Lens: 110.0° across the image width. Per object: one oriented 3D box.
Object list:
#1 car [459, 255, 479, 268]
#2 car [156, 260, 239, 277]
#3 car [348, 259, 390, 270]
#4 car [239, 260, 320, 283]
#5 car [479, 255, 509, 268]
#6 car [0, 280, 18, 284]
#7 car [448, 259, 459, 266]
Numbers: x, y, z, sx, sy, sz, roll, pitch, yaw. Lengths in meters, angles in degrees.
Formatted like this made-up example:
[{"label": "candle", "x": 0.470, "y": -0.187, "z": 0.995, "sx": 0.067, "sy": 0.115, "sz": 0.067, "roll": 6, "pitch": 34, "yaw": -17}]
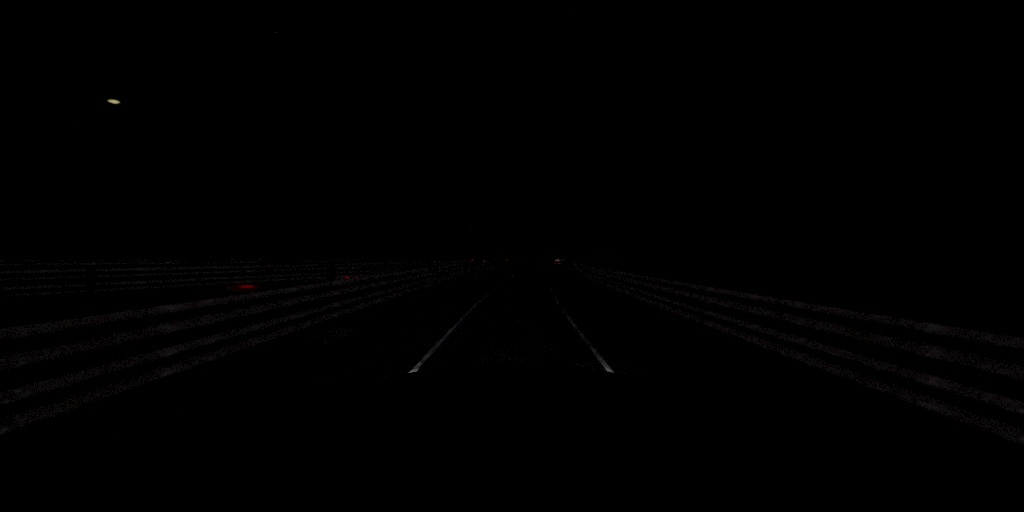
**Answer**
[{"label": "car", "x": -6.221, "y": 0.886, "z": 60.969, "sx": 2.150, "sy": 2.045, "sz": 5.566, "roll": 0, "pitch": 0, "yaw": 20}, {"label": "car", "x": -22.647, "y": 1.006, "z": 26.534, "sx": 2.033, "sy": 1.411, "sz": 5.357, "roll": 0, "pitch": 0, "yaw": 20}, {"label": "car", "x": -14.858, "y": 1.036, "z": 37.519, "sx": 2.128, "sy": 1.511, "sz": 4.902, "roll": 0, "pitch": 0, "yaw": 20}, {"label": "car", "x": -15.722, "y": 1.014, "z": 25.055, "sx": 1.837, "sy": 1.490, "sz": 4.892, "roll": 0, "pitch": 0, "yaw": 20}, {"label": "car", "x": -2.923, "y": 0.910, "z": 59.797, "sx": 2.150, "sy": 2.045, "sz": 5.566, "roll": 0, "pitch": 0, "yaw": 20}, {"label": "car", "x": -23.499, "y": 0.918, "z": 14.069, "sx": 2.128, "sy": 1.511, "sz": 4.902, "roll": 0, "pitch": 0, "yaw": 20}, {"label": "car", "x": -9.521, "y": 1.227, "z": 62.150, "sx": 1.895, "sy": 1.301, "sz": 4.718, "roll": 1, "pitch": 0, "yaw": 20}]
